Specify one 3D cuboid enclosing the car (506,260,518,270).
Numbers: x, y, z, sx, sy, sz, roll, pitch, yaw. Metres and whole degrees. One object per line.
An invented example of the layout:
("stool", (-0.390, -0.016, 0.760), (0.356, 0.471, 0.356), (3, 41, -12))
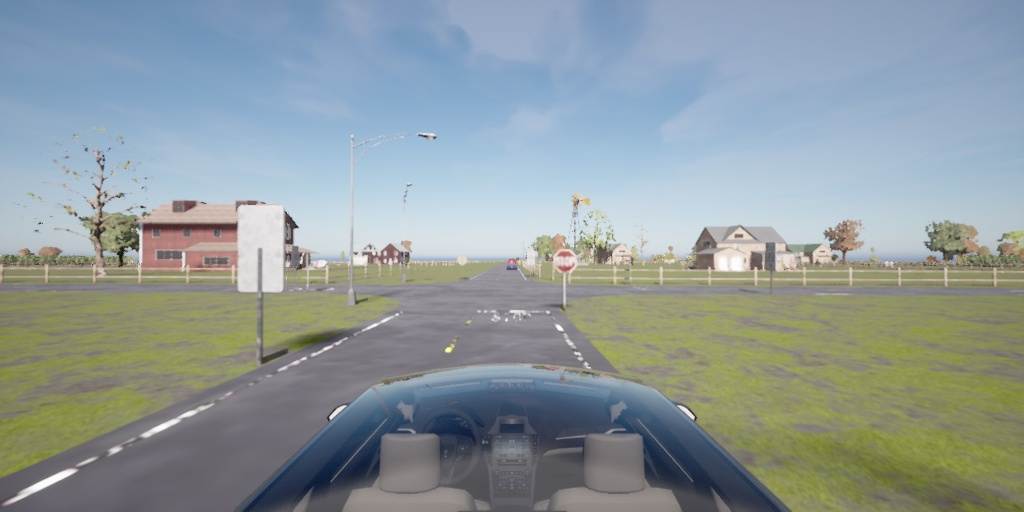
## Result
("car", (-0.013, 1.885, 64.928), (1.994, 1.385, 4.181), (0, 0, 0))
